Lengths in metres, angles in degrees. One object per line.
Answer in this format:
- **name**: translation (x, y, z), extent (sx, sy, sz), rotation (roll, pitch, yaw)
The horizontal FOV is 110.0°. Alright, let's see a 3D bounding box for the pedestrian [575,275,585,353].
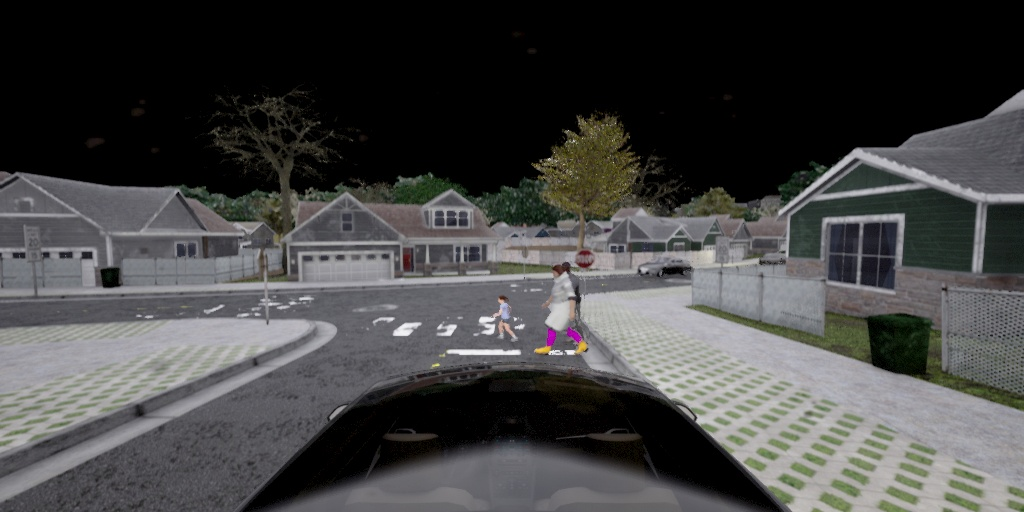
- **pedestrian**: translation (1.239, 1.016, 7.610), extent (0.375, 1.860, 0.375), rotation (-3, 3, 0)

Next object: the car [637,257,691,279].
- **car**: translation (11.850, 0.853, 27.866), extent (4.902, 1.511, 2.128), rotation (-1, 4, -32)

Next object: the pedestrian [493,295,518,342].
- **pedestrian**: translation (-0.132, 1.392, 8.233), extent (0.500, 1.100, 0.500), rotation (-3, 3, 0)

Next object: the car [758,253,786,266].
- **car**: translation (29.491, 0.394, 40.364), extent (4.892, 1.490, 1.837), rotation (-1, 3, -38)

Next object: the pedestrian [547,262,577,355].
- **pedestrian**: translation (0.952, 1.019, 6.997), extent (0.375, 1.860, 0.375), rotation (-3, 3, 0)
